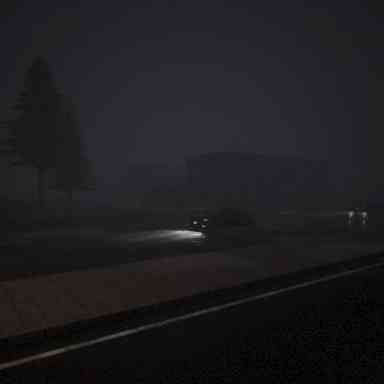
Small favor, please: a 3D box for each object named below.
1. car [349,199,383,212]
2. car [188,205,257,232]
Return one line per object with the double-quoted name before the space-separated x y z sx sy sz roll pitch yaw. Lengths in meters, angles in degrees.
"car" 18.964 1.374 35.818 4.718 1.301 1.895 0 0 -35
"car" 1.805 1.485 19.399 4.181 1.385 1.994 0 0 -35
